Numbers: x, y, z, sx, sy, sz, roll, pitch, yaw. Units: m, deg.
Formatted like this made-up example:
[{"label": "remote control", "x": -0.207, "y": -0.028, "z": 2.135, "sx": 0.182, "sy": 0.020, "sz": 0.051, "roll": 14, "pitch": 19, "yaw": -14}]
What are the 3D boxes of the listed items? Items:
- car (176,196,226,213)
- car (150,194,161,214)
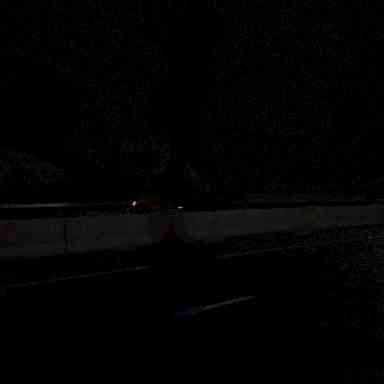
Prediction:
[{"label": "car", "x": 0.771, "y": 1.013, "z": 25.281, "sx": 4.892, "sy": 1.490, "sz": 1.837, "roll": 0, "pitch": 1, "yaw": -31}, {"label": "car", "x": -3.775, "y": 0.958, "z": 30.709, "sx": 4.553, "sy": 1.767, "sz": 2.097, "roll": 0, "pitch": 1, "yaw": -31}]
